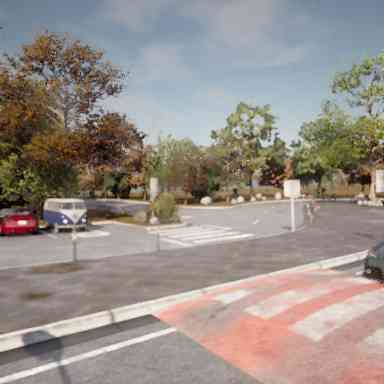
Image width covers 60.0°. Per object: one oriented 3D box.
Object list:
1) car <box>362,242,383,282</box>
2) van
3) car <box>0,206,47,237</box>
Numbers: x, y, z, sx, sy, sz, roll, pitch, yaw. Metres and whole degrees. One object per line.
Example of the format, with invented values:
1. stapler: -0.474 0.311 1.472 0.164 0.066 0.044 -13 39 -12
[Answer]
1. car: 5.902 1.413 7.866 4.181 1.385 1.994 0 0 -35
2. van: -7.951 1.415 20.919 1.878 1.987 4.442 0 0 -35
3. car: -10.295 1.670 19.429 2.163 1.488 4.792 0 0 -35
